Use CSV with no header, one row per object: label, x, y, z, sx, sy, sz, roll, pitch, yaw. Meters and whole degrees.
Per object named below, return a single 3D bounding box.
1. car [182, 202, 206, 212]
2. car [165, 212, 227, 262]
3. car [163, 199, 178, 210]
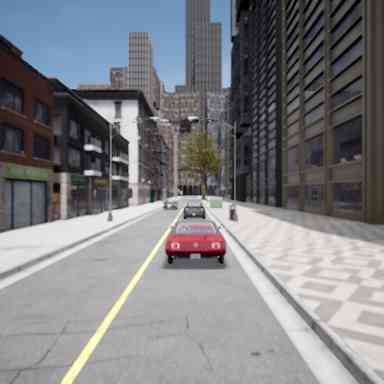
car,0.202,1.593,28.810,2.128,1.511,4.902,0,0,0
car,0.130,1.638,12.152,1.895,1.301,4.718,0,0,0
car,-2.900,1.659,45.088,2.128,1.511,4.902,0,0,0
